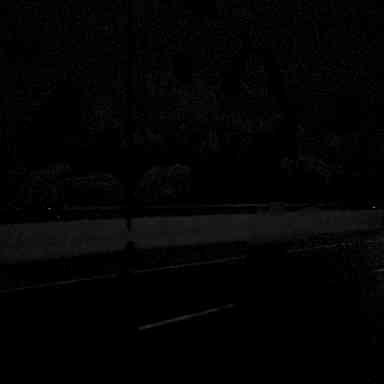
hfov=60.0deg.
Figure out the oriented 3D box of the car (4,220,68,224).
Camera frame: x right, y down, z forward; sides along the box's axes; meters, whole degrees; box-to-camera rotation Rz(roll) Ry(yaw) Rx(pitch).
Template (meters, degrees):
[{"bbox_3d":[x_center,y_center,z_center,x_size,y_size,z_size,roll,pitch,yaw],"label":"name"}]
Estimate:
[{"bbox_3d":[-8.519,1.396,15.024,4.902,1.511,2.128,0,0,-35],"label":"car"}]
